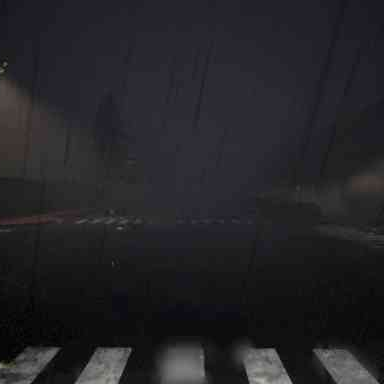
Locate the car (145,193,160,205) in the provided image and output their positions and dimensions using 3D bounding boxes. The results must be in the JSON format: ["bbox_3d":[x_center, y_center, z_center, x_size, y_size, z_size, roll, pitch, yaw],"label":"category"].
[{"bbox_3d":[-6.731,1.137,57.219,2.150,2.045,5.566,0,0,-1],"label":"car"}]

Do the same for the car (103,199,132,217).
[{"bbox_3d":[-6.889,1.439,31.090,2.128,1.511,4.902,0,0,0],"label":"car"}]
